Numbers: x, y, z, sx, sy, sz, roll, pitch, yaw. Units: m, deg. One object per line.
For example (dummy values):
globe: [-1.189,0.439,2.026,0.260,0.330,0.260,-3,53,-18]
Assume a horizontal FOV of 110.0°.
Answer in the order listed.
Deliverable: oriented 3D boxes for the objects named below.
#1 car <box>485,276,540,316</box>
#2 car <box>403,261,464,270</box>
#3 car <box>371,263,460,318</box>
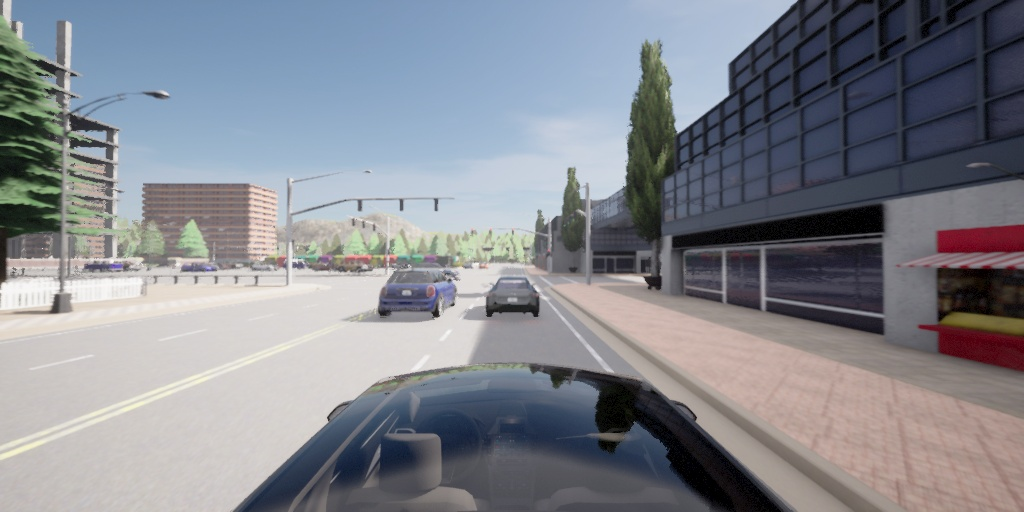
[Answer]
car: [0.039,1.481,14.167,1.994,1.385,4.181,0,-1,1]
car: [-6.922,1.449,31.745,4.553,1.767,2.097,0,-1,-1]
car: [-3.462,1.266,13.989,2.097,1.767,4.553,0,-1,1]
